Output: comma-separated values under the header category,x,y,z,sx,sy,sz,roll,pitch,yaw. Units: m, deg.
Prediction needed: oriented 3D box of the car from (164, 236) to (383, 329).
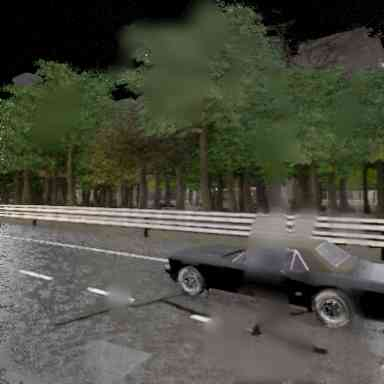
category,x,y,z,sx,sy,sz,roll,pitch,yaw
car,1.708,1.602,6.951,4.718,1.301,1.895,0,0,36
